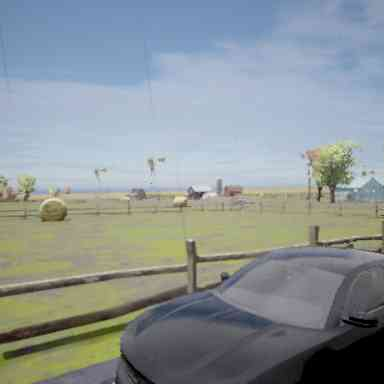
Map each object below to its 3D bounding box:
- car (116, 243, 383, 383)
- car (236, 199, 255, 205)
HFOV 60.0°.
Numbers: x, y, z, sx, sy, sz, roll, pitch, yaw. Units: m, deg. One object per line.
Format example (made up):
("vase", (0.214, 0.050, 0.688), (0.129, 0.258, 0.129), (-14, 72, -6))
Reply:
("car", (1.547, 1.486, 4.175), (5.008, 1.535, 1.882), (0, 0, -35))
("car", (13.557, 2.569, 84.244), (2.033, 1.411, 5.357), (-1, 0, -36))
